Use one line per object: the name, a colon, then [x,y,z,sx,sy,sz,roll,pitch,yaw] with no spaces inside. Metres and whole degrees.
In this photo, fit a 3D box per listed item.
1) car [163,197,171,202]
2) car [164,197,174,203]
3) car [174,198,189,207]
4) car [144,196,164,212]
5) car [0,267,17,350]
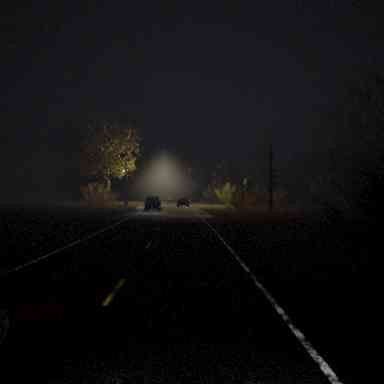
car: [-7.212,2.043,94.786,1.994,1.385,4.181,0,0,-9]
car: [-4.927,1.967,78.430,1.895,1.301,4.718,0,0,-7]
car: [-1.676,1.772,59.900,2.097,1.767,4.553,0,0,-5]
car: [-5.288,1.561,45.201,2.150,2.045,5.566,0,0,-4]
car: [-3.636,1.560,3.456,1.812,1.442,4.674,0,-1,0]
